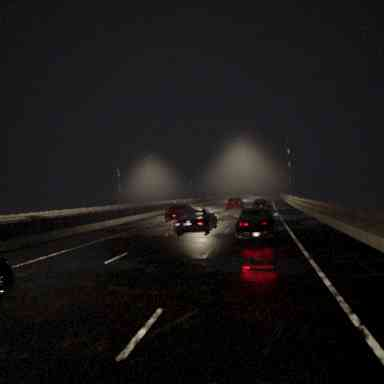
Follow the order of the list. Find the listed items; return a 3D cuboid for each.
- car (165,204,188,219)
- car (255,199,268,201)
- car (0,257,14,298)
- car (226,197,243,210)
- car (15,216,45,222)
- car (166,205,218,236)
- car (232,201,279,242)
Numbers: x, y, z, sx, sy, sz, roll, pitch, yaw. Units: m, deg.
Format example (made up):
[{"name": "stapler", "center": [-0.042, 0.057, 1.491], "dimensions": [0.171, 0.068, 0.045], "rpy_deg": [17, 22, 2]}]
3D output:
[{"name": "car", "center": [-1.013, 1.840, 30.313], "dimensions": [1.882, 1.535, 5.008], "rpy_deg": [-4, -1, 12]}, {"name": "car", "center": [7.794, 1.462, 37.895], "dimensions": [1.994, 1.385, 4.181], "rpy_deg": [-4, -1, 12]}, {"name": "car", "center": [-5.888, 1.919, 6.762], "dimensions": [2.128, 1.511, 4.902], "rpy_deg": [-4, -1, 11]}, {"name": "car", "center": [5.932, 1.453, 45.665], "dimensions": [2.097, 1.767, 4.553], "rpy_deg": [-4, -1, 13]}, {"name": "car", "center": [-12.772, 2.613, 26.241], "dimensions": [1.994, 1.385, 4.181], "rpy_deg": [-4, -1, 12]}, {"name": "car", "center": [0.345, 1.717, 19.871], "dimensions": [2.033, 1.411, 5.357], "rpy_deg": [-4, -1, 12]}, {"name": "car", "center": [3.131, 1.466, 16.124], "dimensions": [1.837, 1.490, 4.892], "rpy_deg": [-4, 0, 12]}]
